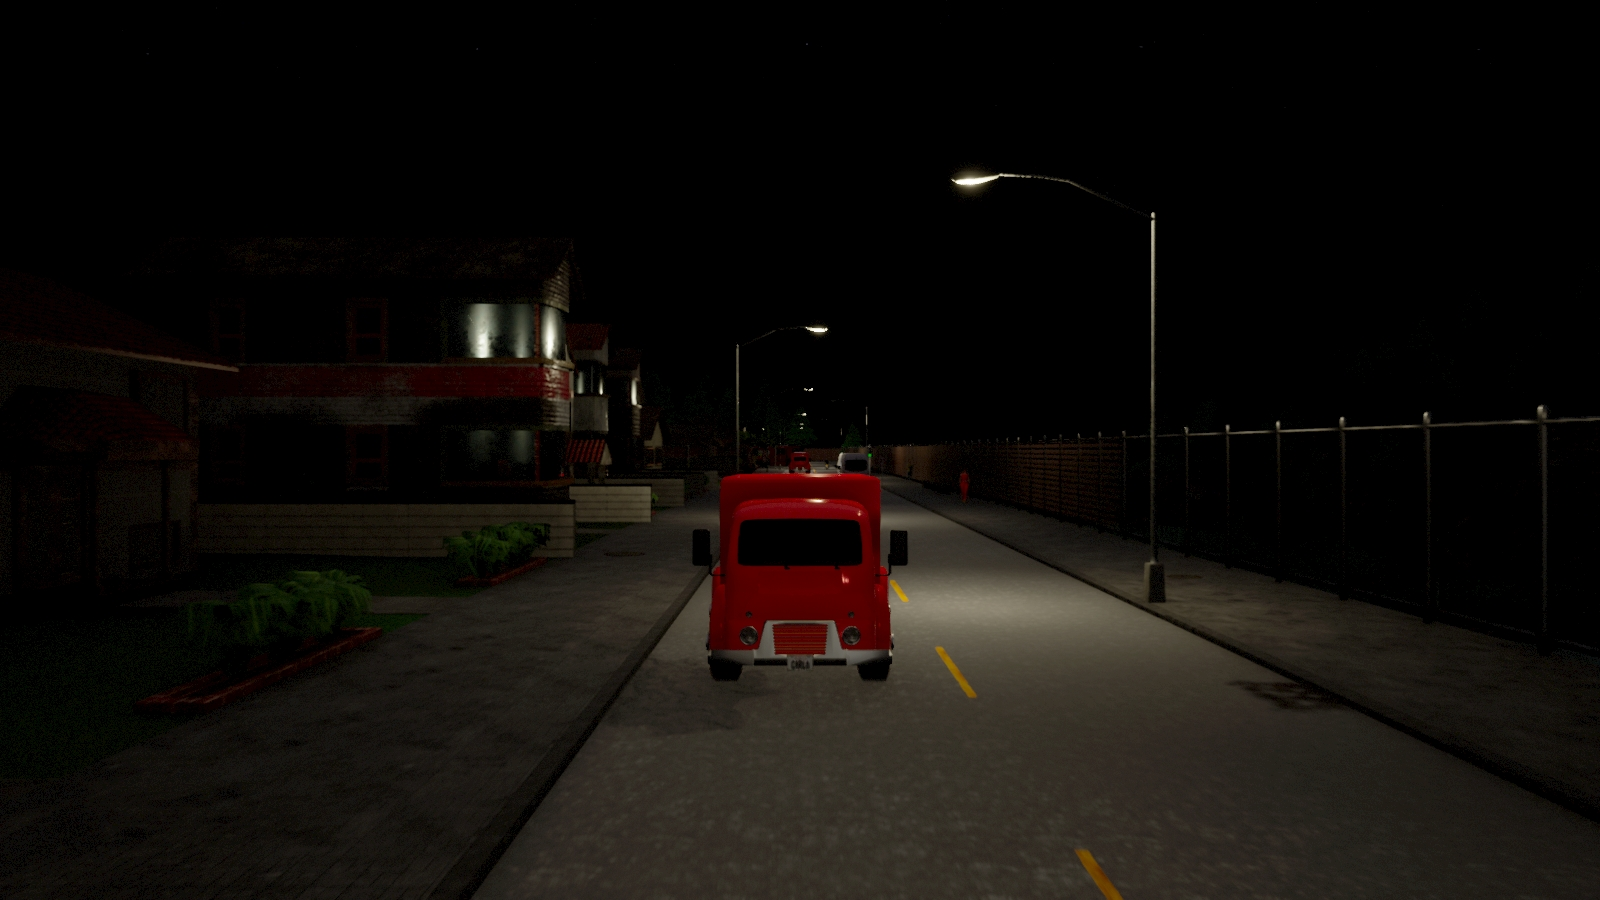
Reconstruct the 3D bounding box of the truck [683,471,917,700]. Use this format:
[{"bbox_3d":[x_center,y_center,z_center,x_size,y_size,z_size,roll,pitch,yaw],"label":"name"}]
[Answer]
[{"bbox_3d":[-0.001,1.568,15.401,2.627,2.467,5.204,0,0,0],"label":"truck"}]
